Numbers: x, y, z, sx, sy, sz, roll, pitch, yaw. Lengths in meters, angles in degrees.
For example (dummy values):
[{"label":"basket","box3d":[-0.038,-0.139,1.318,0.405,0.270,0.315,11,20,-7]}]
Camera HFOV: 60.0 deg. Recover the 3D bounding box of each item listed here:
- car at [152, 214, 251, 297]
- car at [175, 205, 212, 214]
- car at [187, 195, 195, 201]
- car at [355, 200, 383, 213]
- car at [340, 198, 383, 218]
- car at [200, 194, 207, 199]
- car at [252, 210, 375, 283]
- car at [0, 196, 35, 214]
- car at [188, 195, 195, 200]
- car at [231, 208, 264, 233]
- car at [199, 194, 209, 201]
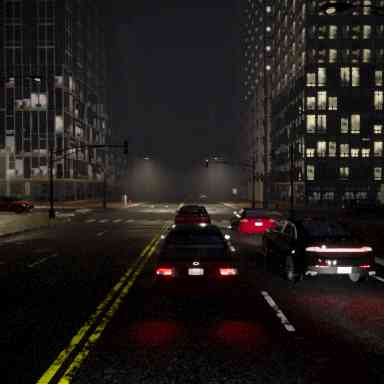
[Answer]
[{"label":"car","box3d":[0.083,1.544,8.755,2.033,1.411,5.357,0,0,0]},{"label":"car","box3d":[0.066,1.468,18.576,1.882,1.535,5.008,0,0,1]},{"label":"car","box3d":[-0.173,1.519,82.767,1.895,1.301,4.718,0,0,0]},{"label":"car","box3d":[21.730,1.642,38.515,4.829,1.417,1.752,1,0,1]},{"label":"car","box3d":[16.139,1.519,30.217,5.009,1.841,2.192,1,0,1]},{"label":"car","box3d":[3.059,1.266,91.397,1.812,1.442,4.674,0,0,0]},{"label":"car","box3d":[3.329,1.487,9.669,2.128,1.511,4.902,0,0,0]},{"label":"car","box3d":[-18.277,1.206,33.292,4.553,1.767,2.097,1,1,1]},{"label":"car","box3d":[-0.194,1.459,92.857,1.994,1.385,4.181,0,0,0]},{"label":"car","box3d":[3.311,1.554,18.470,1.994,1.385,4.181,0,0,0]},{"label":"car","box3d":[3.080,1.513,81.425,1.895,1.301,4.718,0,0,0]}]
